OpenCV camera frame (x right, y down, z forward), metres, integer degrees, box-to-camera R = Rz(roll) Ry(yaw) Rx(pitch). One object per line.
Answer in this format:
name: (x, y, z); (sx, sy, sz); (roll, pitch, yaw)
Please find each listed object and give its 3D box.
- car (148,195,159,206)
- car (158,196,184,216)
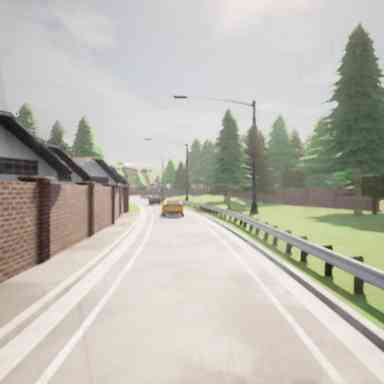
car: (-5.798, 1.332, 52.255); (1.837, 1.490, 4.892); (0, -1, -13)
car: (-1.907, 1.377, 31.163); (1.882, 1.535, 5.008); (0, 0, -8)
